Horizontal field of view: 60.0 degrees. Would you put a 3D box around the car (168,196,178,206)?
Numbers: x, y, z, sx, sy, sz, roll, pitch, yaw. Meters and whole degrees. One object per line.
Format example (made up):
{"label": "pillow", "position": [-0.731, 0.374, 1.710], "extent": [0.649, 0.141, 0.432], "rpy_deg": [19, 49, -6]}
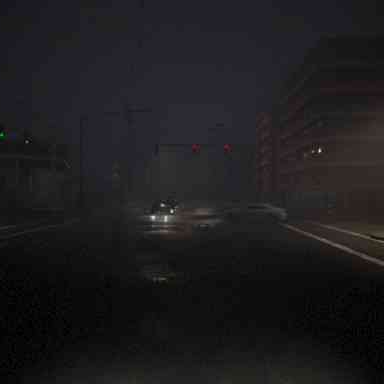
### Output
{"label": "car", "position": [-3.231, 1.564, 44.118], "extent": [1.994, 1.385, 4.181], "rpy_deg": [0, 0, 0]}

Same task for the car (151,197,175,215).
{"label": "car", "position": [-3.153, 1.547, 34.731], "extent": [2.033, 1.411, 5.357], "rpy_deg": [0, 0, -1]}

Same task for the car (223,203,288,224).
{"label": "car", "position": [4.649, 1.526, 24.613], "extent": [4.674, 1.442, 1.812], "rpy_deg": [0, 1, 18]}

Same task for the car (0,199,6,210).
{"label": "car", "position": [-24.030, 1.456, 38.948], "extent": [3.806, 1.475, 1.970], "rpy_deg": [0, 0, 1]}
